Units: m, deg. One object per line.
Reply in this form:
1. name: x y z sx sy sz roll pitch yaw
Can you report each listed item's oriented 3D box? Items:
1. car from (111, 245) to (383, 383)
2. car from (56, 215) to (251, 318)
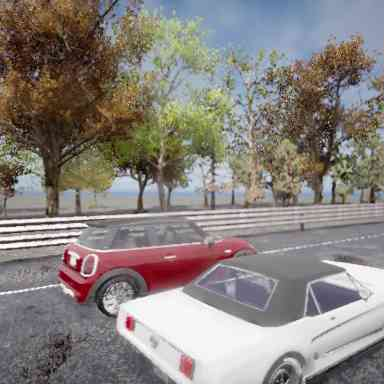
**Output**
1. car: 1.484 1.588 4.770 4.718 1.301 1.895 0 0 -35
2. car: -0.553 1.339 7.607 4.553 1.767 2.097 0 0 -35
